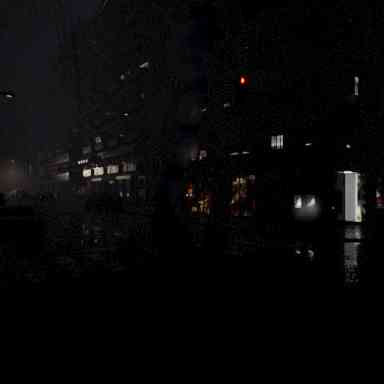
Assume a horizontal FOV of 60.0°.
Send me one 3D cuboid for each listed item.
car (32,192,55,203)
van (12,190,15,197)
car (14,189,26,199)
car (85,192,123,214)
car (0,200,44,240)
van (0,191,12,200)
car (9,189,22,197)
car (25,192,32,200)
[{"bbox_3d":[-20.971,0.709,47.526,1.967,1.590,4.097,2,0,-36],"label":"car"},{"bbox_3d":[-34.174,0.259,65.899,1.690,1.788,3.998,2,0,-36],"label":"van"},{"bbox_3d":[-30.977,0.528,61.444,1.752,1.417,4.829,2,0,-36],"label":"car"},{"bbox_3d":[-7.762,0.935,29.152,2.192,1.841,5.009,2,0,-36],"label":"car"},{"bbox_3d":[-7.967,1.259,15.069,1.887,1.381,4.507,2,0,-36],"label":"car"},{"bbox_3d":[-14.563,0.880,24.255,1.690,1.788,3.998,2,0,-36],"label":"van"},{"bbox_3d":[-37.478,0.270,70.493,1.967,1.590,4.097,2,0,-36],"label":"car"},{"bbox_3d":[-24.276,0.746,52.119,1.947,1.339,4.313,2,0,-36],"label":"car"}]
